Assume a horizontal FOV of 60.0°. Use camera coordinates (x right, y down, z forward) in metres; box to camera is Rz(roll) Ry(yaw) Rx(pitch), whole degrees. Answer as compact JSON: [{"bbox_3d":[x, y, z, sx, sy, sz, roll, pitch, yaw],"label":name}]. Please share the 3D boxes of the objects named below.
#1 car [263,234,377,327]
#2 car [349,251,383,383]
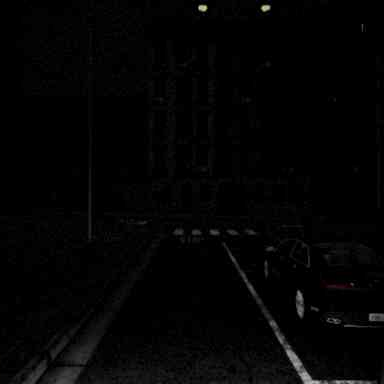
[{"bbox_3d":[2.643,1.545,6.908,2.008,1.369,4.403,0,0,0],"label":"car"},{"bbox_3d":[2.645,1.439,1.404,1.967,1.590,4.097,0,0,0],"label":"car"}]
